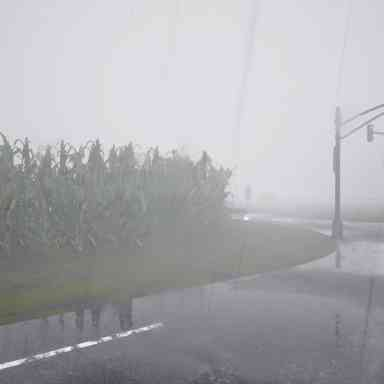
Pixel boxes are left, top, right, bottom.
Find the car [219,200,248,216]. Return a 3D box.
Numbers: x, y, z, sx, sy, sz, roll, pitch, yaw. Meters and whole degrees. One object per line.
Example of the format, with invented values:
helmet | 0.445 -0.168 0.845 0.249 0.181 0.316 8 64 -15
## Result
car | 3.164 1.501 31.949 2.033 1.411 5.357 1 0 -26
